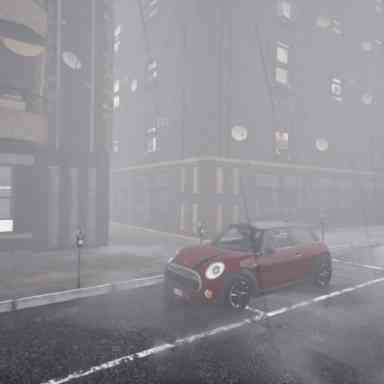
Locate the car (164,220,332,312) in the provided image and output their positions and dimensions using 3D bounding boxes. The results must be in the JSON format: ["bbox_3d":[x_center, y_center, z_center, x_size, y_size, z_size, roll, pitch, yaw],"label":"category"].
[{"bbox_3d":[1.360,1.442,7.670,4.097,1.590,1.967,0,1,-35],"label":"car"}]
